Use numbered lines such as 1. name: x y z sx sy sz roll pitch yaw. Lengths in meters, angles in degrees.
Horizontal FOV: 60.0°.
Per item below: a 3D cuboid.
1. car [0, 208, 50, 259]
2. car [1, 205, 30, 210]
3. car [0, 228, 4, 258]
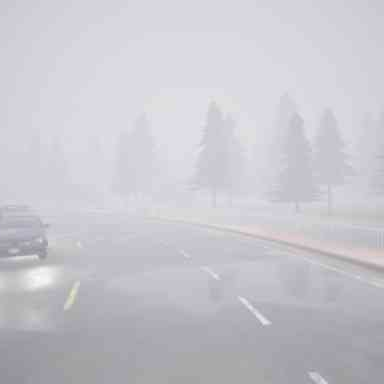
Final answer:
1. car: -6.384 1.569 12.455 1.812 1.442 4.674 0 0 -22
2. car: -11.194 1.568 21.239 2.128 1.511 4.902 -1 0 -37
3. car: -4.090 1.509 3.665 1.882 1.535 5.008 0 0 -10
